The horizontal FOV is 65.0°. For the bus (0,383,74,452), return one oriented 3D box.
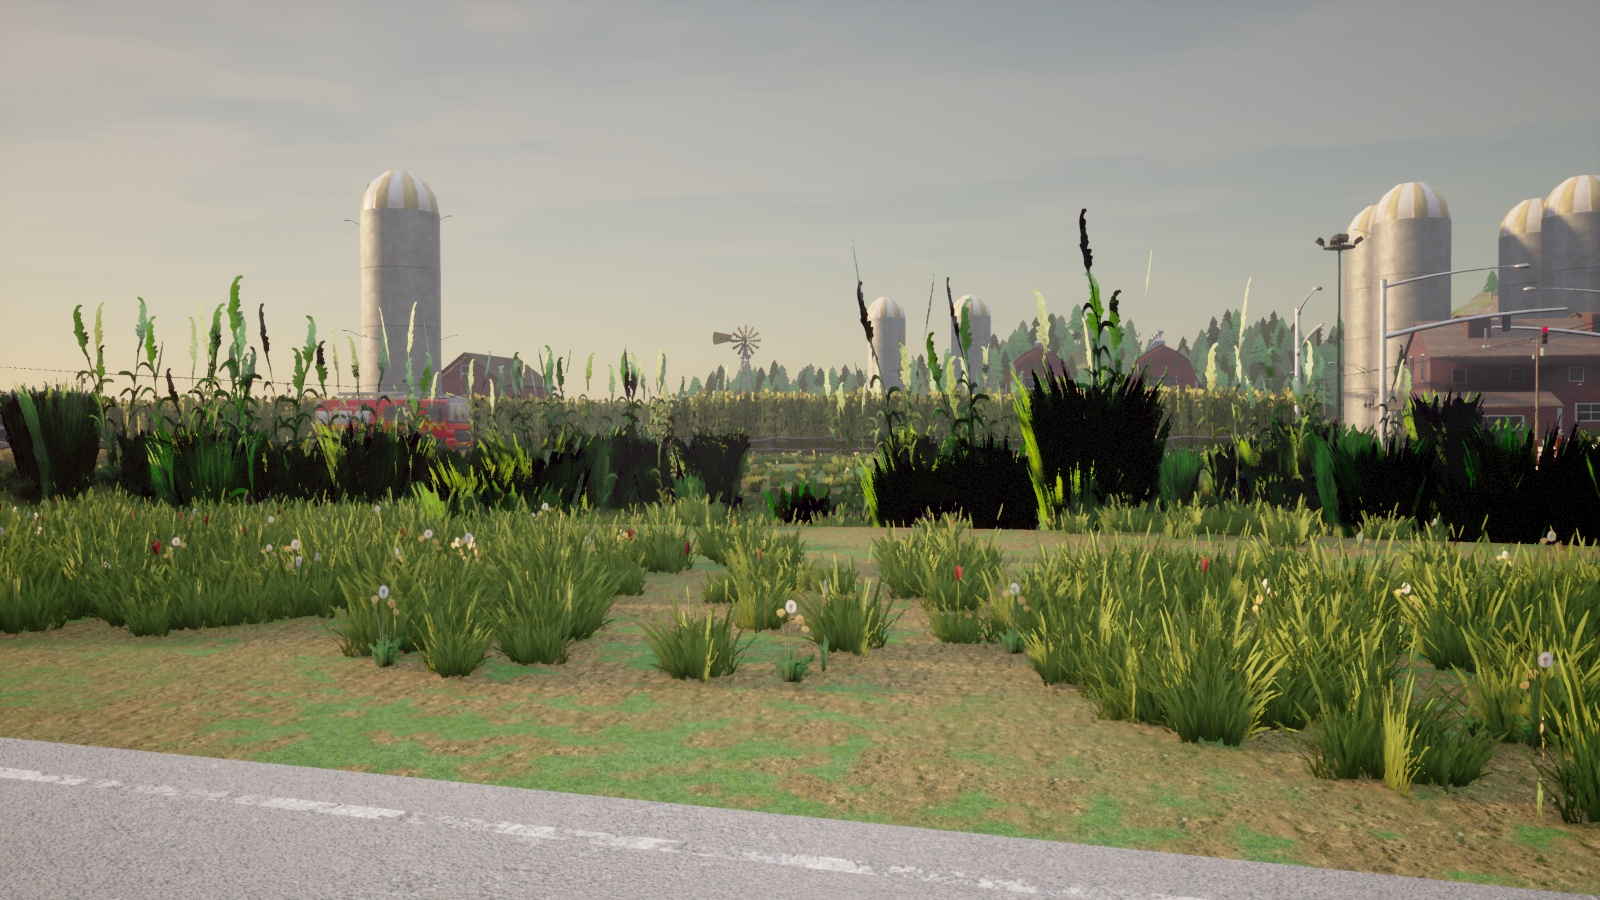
[{"bbox_3d":[-52.688,-2.038,80.590,10.273,4.253,3.944,0,0,7],"label":"bus"}]

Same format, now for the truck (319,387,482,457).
[{"bbox_3d":[-22.591,-1.561,71.101,8.468,3.827,2.891,0,1,13],"label":"truck"}]
